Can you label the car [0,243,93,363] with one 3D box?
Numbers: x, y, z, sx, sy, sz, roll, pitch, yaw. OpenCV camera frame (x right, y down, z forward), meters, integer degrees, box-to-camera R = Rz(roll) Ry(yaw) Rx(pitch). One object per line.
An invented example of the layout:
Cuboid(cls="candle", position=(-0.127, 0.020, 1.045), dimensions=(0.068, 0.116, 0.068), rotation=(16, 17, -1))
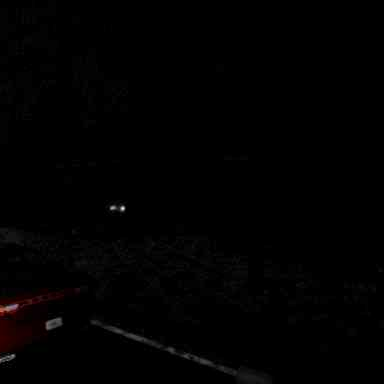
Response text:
Cuboid(cls="car", position=(-3.560, 1.519, 5.507), dimensions=(4.507, 1.381, 1.887), rotation=(0, 0, 36))
